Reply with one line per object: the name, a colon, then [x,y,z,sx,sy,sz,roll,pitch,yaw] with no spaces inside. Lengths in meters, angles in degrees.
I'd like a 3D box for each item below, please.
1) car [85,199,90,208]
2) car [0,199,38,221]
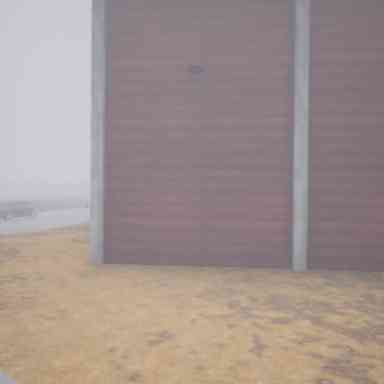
car: [-12.532,1.348,44.199,1.812,1.442,4.674,1,0,3]
car: [-13.763,1.353,25.406,1.837,1.490,4.892,1,0,7]
